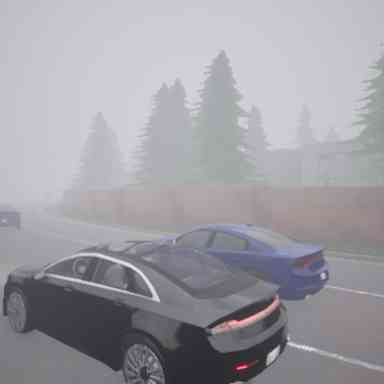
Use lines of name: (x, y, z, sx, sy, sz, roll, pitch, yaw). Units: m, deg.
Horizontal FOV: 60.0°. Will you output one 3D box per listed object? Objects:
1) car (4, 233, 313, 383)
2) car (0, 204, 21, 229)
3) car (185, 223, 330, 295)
car: (-1.040, 1.501, 5.016, 4.902, 1.511, 2.128, 0, 0, 38)
car: (-12.204, 1.481, 20.820, 1.882, 1.535, 5.008, 0, 0, -40)
car: (0.663, 1.500, 8.115, 5.008, 1.535, 1.882, 0, 0, 38)
